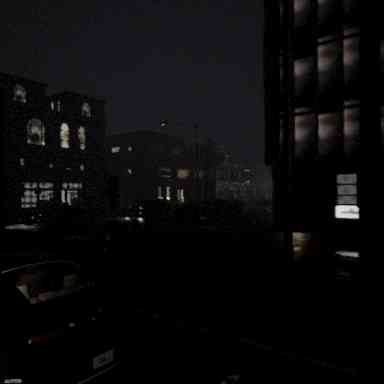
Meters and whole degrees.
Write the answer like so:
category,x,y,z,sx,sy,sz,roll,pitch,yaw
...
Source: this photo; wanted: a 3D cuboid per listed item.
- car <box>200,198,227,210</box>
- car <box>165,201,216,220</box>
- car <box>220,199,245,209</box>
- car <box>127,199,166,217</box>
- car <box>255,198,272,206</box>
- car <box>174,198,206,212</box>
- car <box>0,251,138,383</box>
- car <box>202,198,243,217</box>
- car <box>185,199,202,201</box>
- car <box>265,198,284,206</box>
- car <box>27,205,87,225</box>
category,x,y,z,sx,sy,sz,roll,pitch,yaw
car,3.061,1.652,46.990,1.967,1.590,4.097,-1,-1,36
car,-0.014,1.670,28.626,1.802,1.307,4.206,-1,-1,36
car,6.346,1.785,51.446,1.887,1.381,4.507,-1,-1,36
car,-4.209,1.472,32.750,2.097,1.767,4.553,0,0,37
car,12.915,1.849,60.362,2.008,1.369,4.403,-1,-1,36
car,-0.223,1.624,42.532,1.967,1.590,4.097,-1,-1,36
car,-2.721,1.548,4.821,4.403,1.369,2.008,0,0,36
car,3.240,1.556,33.103,1.967,1.590,4.097,-1,-1,36
car,1.639,1.695,40.670,1.812,1.442,4.674,0,0,36
car,16.099,1.853,64.683,1.752,1.417,4.829,-1,-1,36
car,-9.994,1.636,24.892,1.994,1.385,4.181,0,0,36
